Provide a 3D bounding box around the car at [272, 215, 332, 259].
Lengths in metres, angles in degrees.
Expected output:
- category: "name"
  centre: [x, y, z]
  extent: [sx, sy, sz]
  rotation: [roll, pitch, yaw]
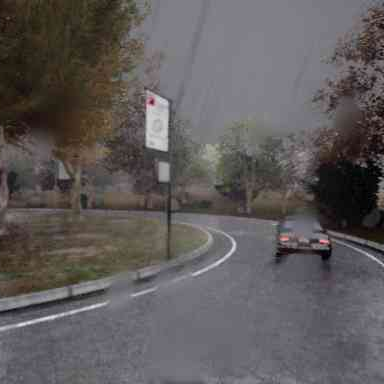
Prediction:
- category: "car"
  centre: [4.183, 1.613, 13.040]
  extent: [2.033, 1.411, 5.357]
  rotation: [1, 0, 14]
